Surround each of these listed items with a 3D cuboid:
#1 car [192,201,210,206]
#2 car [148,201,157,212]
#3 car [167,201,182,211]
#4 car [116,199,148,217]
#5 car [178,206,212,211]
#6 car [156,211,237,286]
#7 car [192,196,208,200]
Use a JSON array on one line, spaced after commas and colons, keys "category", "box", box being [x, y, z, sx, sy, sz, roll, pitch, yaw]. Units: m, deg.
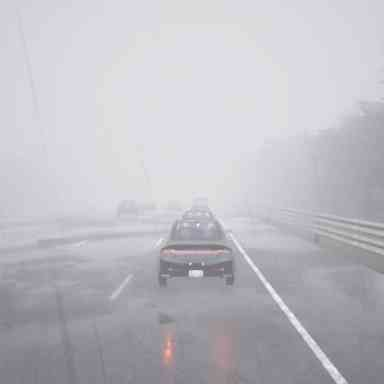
[{"category": "car", "box": [0.575, 1.676, 26.074, 2.033, 1.411, 5.357, 0, -1, 2]}, {"category": "car", "box": [-5.861, 1.906, 44.468, 1.895, 1.301, 4.718, 0, -1, 1]}, {"category": "car", "box": [-2.344, 1.876, 44.826, 2.033, 1.411, 5.357, 0, -1, 1]}, {"category": "car", "box": [-6.116, 1.535, 33.581, 2.097, 1.767, 4.553, 0, -1, 1]}, {"category": "car", "box": [0.364, 1.667, 18.653, 1.895, 1.301, 4.718, 0, 0, 2]}, {"category": "car", "box": [0.136, 1.510, 9.425, 2.128, 1.511, 4.902, 0, 0, 1]}, {"category": "car", "box": [1.133, 1.560, 43.818, 2.150, 2.045, 5.566, 0, 0, 1]}]
